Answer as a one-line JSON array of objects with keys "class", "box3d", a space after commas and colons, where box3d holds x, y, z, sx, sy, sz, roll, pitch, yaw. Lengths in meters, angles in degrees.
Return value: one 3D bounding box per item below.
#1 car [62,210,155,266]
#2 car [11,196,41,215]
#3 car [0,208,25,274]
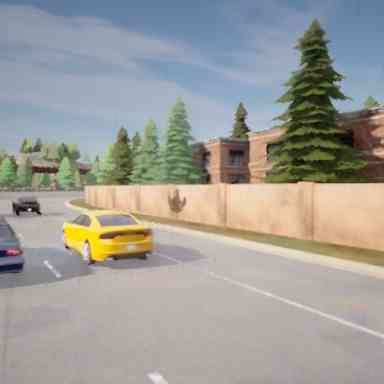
[{"class": "car", "box3d": [-3.041, 1.356, 11.354, 1.882, 1.535, 5.008, 0, 1, -33]}, {"class": "car", "box3d": [-14.194, 1.133, 28.485, 1.837, 1.490, 4.892, 0, 1, -32]}, {"class": "car", "box3d": [-5.962, 1.411, 9.424, 2.033, 1.411, 5.357, 0, 1, -33]}]
